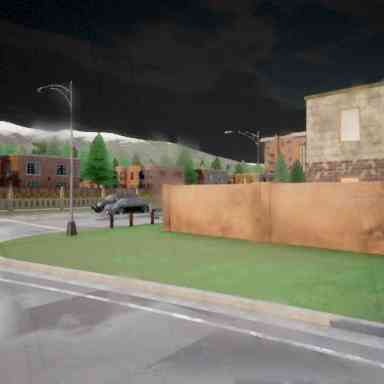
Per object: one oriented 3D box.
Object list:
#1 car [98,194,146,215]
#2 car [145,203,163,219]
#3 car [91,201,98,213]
[{"bbox_3d":[-6.468,1.351,32.955,2.097,1.767,4.553,0,0,42],"label":"car"},{"bbox_3d":[-1.314,1.600,28.219,1.895,1.301,4.718,0,0,41],"label":"car"},{"bbox_3d":[-8.173,1.220,36.308,2.150,2.045,5.566,0,0,42],"label":"car"}]
